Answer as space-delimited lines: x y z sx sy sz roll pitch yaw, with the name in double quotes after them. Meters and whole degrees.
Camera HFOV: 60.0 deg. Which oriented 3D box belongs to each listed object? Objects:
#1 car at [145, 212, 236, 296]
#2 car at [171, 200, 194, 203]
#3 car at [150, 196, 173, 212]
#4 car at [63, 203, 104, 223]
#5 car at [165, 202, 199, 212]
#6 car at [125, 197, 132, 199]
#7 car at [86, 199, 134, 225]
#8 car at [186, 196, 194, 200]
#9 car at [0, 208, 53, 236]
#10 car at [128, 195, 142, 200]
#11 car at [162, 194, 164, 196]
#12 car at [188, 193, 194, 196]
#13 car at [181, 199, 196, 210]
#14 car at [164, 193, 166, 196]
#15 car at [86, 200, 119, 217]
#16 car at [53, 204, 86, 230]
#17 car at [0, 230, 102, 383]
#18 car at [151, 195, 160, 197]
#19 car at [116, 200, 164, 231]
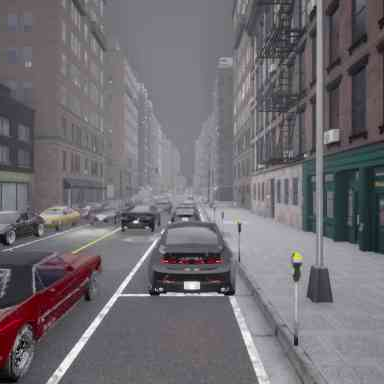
0.000 1.504 8.650 1.837 1.490 4.892 0 0 0 "car"
-0.383 1.565 26.185 1.947 1.339 4.313 0 0 0 "car"
-2.925 1.487 34.620 2.128 1.511 4.902 0 0 0 "car"
-8.408 1.581 26.194 1.802 1.307 4.206 0 0 0 "car"
-0.383 1.566 20.772 1.947 1.339 4.313 0 0 0 "car"
-8.408 1.545 37.020 2.008 1.369 4.403 0 0 0 "car"
-5.870 1.491 23.885 2.128 1.511 4.902 0 0 0 "car"
-0.383 1.519 37.181 1.752 1.417 4.829 0 0 0 "car"
-8.408 1.566 15.368 1.947 1.339 4.313 0 0 0 "car"
-8.408 1.302 47.845 2.192 1.841 5.009 0 0 0 "car"
-8.408 1.510 79.763 1.887 1.381 4.507 0 0 0 "car"
-0.382 1.396 90.663 1.967 1.590 4.097 0 0 0 "car"
-0.383 1.573 42.423 1.802 1.307 4.206 0 0 0 "car"
-8.408 1.486 85.047 1.752 1.417 4.829 0 0 0 "car"
-8.408 1.548 31.607 2.008 1.369 4.403 0 0 0 "car"
-8.408 1.525 20.611 1.752 1.417 4.829 0 0 0 "car"
-2.922 1.601 5.350 1.895 1.301 4.718 0 0 0 "car"
-8.408 1.521 74.308 2.008 1.369 4.403 0 0 0 "car"
-3.019 1.477 20.375 1.882 1.535 5.008 0 0 0 "car"
